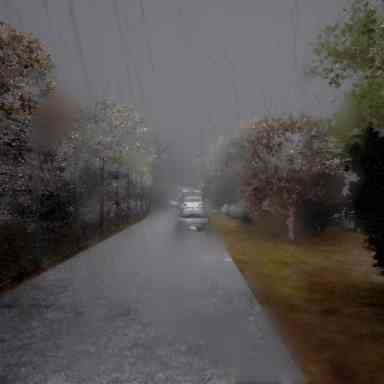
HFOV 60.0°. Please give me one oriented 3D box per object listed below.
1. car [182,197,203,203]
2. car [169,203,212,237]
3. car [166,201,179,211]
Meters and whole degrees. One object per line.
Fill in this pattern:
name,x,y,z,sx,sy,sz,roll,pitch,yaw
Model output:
car,0.086,1.564,38.156,2.150,2.045,5.566,0,-1,0
car,0.059,1.568,18.509,2.128,1.511,4.902,0,0,0
car,-2.800,2.065,49.586,1.882,1.535,5.008,0,-1,1
